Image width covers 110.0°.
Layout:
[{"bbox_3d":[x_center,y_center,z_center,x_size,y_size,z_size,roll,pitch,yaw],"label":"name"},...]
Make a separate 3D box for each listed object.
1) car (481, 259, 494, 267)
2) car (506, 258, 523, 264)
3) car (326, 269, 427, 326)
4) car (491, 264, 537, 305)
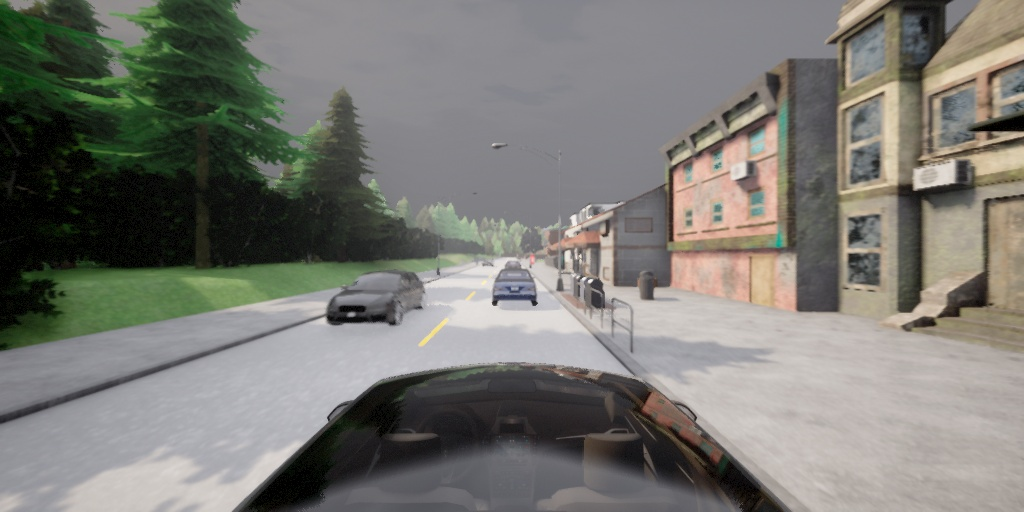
[{"bbox_3d":[-4.033,1.194,60.196,1.895,1.301,4.718,0,0,1],"label":"car"},{"bbox_3d":[0.108,1.200,38.185,2.033,1.411,5.357,0,0,0],"label":"car"},{"bbox_3d":[-4.099,1.227,11.581,1.837,1.490,4.892,0,1,0],"label":"car"},{"bbox_3d":[0.102,1.260,15.867,2.033,1.411,5.357,0,0,0],"label":"car"}]
